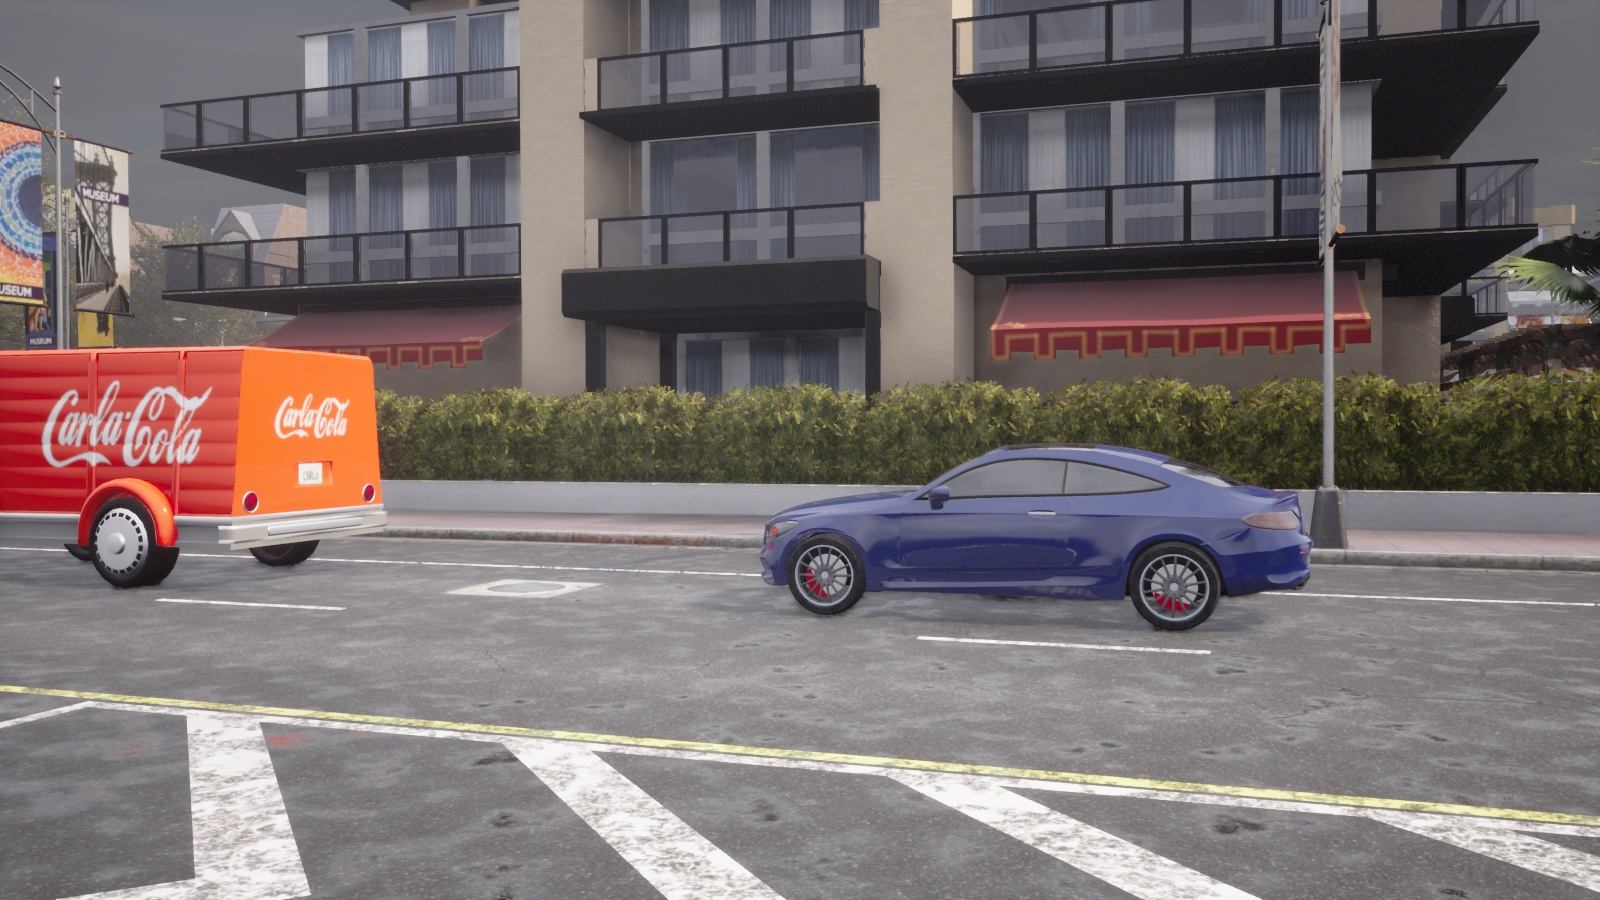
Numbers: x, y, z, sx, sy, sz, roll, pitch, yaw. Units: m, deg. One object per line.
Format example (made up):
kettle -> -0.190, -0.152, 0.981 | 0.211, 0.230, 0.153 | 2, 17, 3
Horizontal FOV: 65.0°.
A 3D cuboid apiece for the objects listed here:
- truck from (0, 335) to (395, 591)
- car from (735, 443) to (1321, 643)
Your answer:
truck -> -7.581, 0.085, 14.149 | 5.204, 2.467, 2.627 | 1, 1, 19
car -> 1.945, 0.684, 10.949 | 4.674, 1.442, 1.812 | 1, 1, 18
